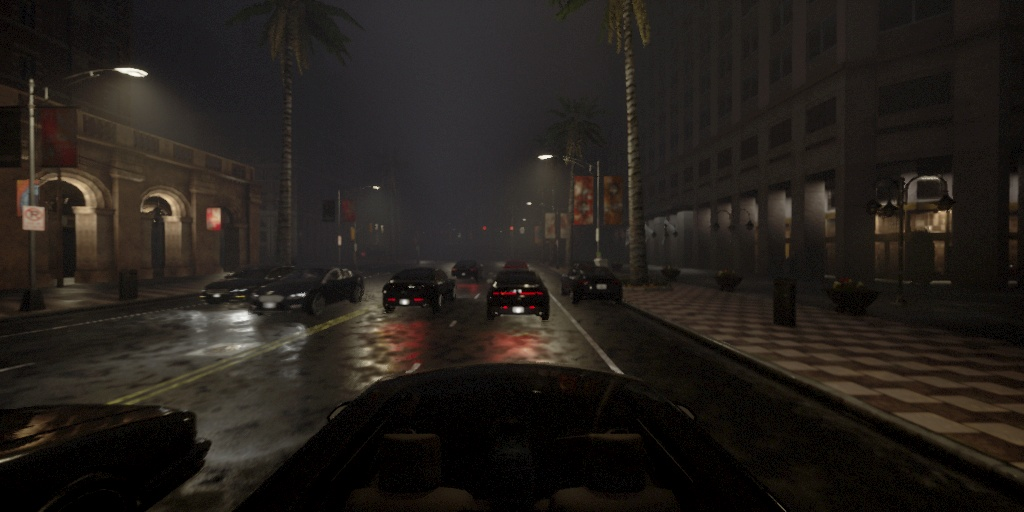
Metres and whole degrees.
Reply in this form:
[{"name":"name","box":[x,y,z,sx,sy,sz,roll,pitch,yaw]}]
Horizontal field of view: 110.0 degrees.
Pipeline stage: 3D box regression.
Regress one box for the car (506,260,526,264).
[{"name":"car","box":[0.283,1.033,26.604,1.882,1.535,5.008,0,0,0]}]

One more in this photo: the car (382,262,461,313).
[{"name":"car","box":[-3.303,1.158,13.510,1.837,1.490,4.892,0,0,0]}]

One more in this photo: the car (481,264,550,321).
[{"name":"car","box":[0.187,1.174,12.013,1.837,1.490,4.892,0,0,0]}]

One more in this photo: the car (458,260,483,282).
[{"name":"car","box":[-3.214,1.031,26.342,1.882,1.535,5.008,0,0,0]}]

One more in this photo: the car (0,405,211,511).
[{"name":"car","box":[-3.401,1.304,0.414,2.033,1.411,5.357,0,0,0]}]

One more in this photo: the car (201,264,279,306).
[{"name":"car","box":[-10.482,1.138,15.172,1.837,1.490,4.892,0,1,0]}]

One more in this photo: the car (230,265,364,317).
[{"name":"car","box":[-7.001,1.147,12.834,2.128,1.511,4.902,0,0,0]}]
